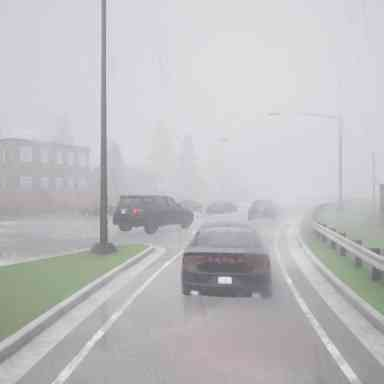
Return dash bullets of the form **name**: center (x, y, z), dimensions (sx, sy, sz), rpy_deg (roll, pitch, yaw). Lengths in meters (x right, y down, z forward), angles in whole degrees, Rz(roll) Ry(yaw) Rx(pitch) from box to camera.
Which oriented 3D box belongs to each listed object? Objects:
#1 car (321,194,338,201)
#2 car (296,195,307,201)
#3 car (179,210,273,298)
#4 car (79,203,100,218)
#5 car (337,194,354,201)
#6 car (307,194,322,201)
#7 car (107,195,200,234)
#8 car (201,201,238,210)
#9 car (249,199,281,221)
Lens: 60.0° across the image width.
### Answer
- **car**: center (34.025, 1.520, 81.882), dimensions (2.128, 1.511, 4.902), rpy_deg (0, 0, 33)
- **car**: center (28.150, 1.520, 85.688), dimensions (2.128, 1.511, 4.902), rpy_deg (0, 0, 33)
- **car**: center (0.928, 1.477, 8.609), dimensions (1.882, 1.535, 5.008), rpy_deg (0, 0, 7)
- **car**: center (-7.706, 1.599, 30.161), dimensions (1.895, 1.301, 4.718), rpy_deg (0, 0, 33)
- **car**: center (37.170, 1.547, 80.300), dimensions (1.994, 1.385, 4.181), rpy_deg (0, 0, 33)
- **car**: center (31.087, 1.473, 83.785), dimensions (1.882, 1.535, 5.008), rpy_deg (0, 0, 33)
- **car**: center (-2.104, 1.211, 19.498), dimensions (2.150, 2.045, 5.566), rpy_deg (0, -1, 33)
- **car**: center (3.151, 1.562, 34.045), dimensions (1.994, 1.385, 4.181), rpy_deg (0, 0, 33)
- **car**: center (6.003, 1.350, 27.120), dimensions (2.097, 1.767, 4.553), rpy_deg (0, 0, 21)
